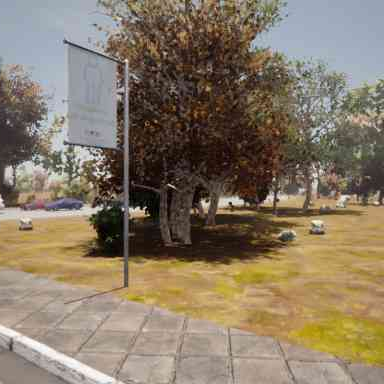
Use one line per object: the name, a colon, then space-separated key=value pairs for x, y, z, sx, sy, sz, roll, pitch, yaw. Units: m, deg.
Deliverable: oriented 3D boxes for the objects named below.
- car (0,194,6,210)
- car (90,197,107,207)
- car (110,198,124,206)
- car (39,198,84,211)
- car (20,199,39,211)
car: x=-21.415 y=1.221 z=32.591 sx=2.150 sy=2.045 sz=5.566 roll=0 pitch=0 yaw=39
car: x=-12.699 y=1.466 z=49.274 sx=1.837 sy=1.490 sz=4.892 roll=0 pitch=0 yaw=38
car: x=-9.193 y=1.556 z=48.090 sx=1.895 sy=1.301 sz=4.718 roll=0 pitch=0 yaw=37
car: x=-15.397 y=1.515 z=40.152 sx=1.812 sy=1.442 sz=4.674 roll=0 pitch=0 yaw=38
car: x=-18.958 y=1.556 z=41.288 sx=1.994 sy=1.385 sz=4.181 roll=0 pitch=0 yaw=39
